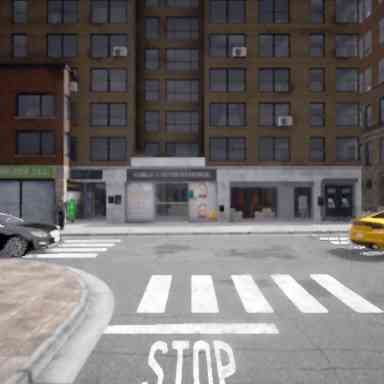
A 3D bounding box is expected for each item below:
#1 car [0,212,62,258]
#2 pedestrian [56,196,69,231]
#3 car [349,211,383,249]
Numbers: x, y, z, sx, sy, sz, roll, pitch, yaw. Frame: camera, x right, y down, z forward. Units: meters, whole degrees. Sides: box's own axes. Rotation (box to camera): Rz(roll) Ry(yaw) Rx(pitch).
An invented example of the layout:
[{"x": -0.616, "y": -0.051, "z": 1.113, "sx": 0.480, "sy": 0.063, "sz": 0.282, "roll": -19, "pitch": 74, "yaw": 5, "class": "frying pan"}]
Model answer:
[{"x": -7.182, "y": 1.413, "z": 11.667, "sx": 4.902, "sy": 1.511, "sz": 2.128, "roll": -1, "pitch": -1, "yaw": 0, "class": "car"}, {"x": -6.870, "y": 1.111, "z": 17.530, "sx": 0.375, "sy": 1.860, "sz": 0.375, "roll": 0, "pitch": 0, "yaw": 0, "class": "pedestrian"}, {"x": 7.967, "y": 1.253, "z": 11.328, "sx": 5.008, "sy": 1.535, "sz": 1.882, "roll": -1, "pitch": -2, "yaw": -9, "class": "car"}]
